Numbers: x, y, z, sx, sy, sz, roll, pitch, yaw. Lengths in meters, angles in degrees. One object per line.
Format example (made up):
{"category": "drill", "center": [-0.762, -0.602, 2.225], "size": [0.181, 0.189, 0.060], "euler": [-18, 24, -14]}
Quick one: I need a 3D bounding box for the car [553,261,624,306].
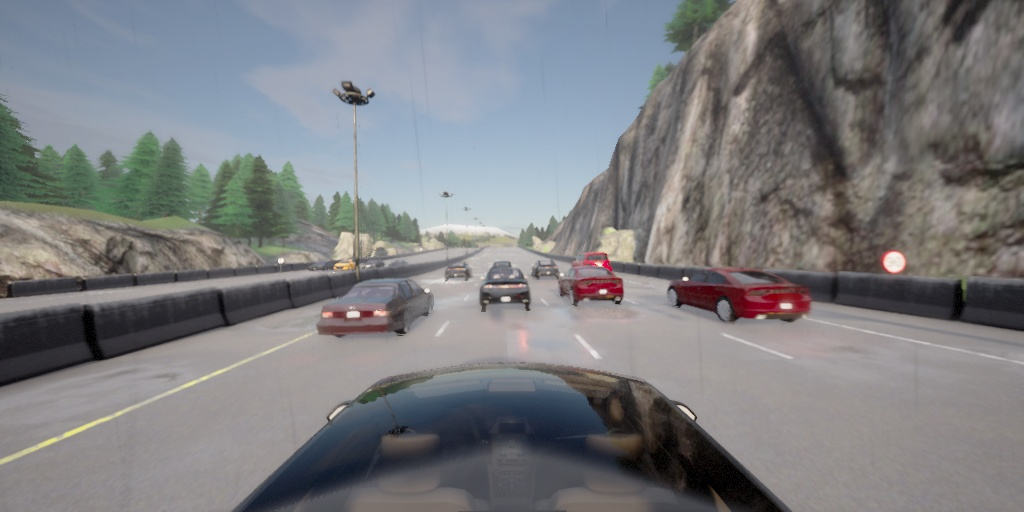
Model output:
{"category": "car", "center": [3.197, 1.142, 15.343], "size": [1.882, 1.535, 5.008], "euler": [-1, 0, -2]}

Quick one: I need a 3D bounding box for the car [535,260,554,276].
{"category": "car", "center": [2.704, 1.057, 29.581], "size": [2.128, 1.511, 4.902], "euler": [-1, 1, -2]}

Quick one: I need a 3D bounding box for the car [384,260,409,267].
{"category": "car", "center": [-15.640, 1.210, 49.670], "size": [1.994, 1.385, 4.181], "euler": [-1, 1, -2]}

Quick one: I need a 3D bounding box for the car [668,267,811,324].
{"category": "car", "center": [6.804, 1.084, 11.451], "size": [1.882, 1.535, 5.008], "euler": [-1, 1, -1]}

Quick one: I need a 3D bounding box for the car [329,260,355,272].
{"category": "car", "center": [-22.628, 1.267, 49.331], "size": [1.882, 1.535, 5.008], "euler": [-1, 1, -2]}

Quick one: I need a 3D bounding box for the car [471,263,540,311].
{"category": "car", "center": [-0.278, 1.229, 14.454], "size": [2.128, 1.511, 4.902], "euler": [-1, 0, -2]}

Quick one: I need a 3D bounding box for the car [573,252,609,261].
{"category": "car", "center": [6.228, 0.727, 28.655], "size": [2.150, 2.045, 5.566], "euler": [-1, 1, -2]}

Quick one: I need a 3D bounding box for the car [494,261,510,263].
{"category": "car", "center": [-0.795, 1.141, 29.571], "size": [1.837, 1.490, 4.892], "euler": [-1, 1, -2]}

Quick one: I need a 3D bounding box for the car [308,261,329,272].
{"category": "car", "center": [-26.121, 1.422, 49.325], "size": [1.994, 1.385, 4.181], "euler": [-1, 1, -2]}

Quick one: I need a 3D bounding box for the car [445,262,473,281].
{"category": "car", "center": [-4.290, 1.198, 29.349], "size": [2.128, 1.511, 4.902], "euler": [-1, 1, -2]}

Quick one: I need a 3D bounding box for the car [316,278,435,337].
{"category": "car", "center": [-3.675, 1.368, 10.672], "size": [2.033, 1.411, 5.357], "euler": [-1, 0, -1]}

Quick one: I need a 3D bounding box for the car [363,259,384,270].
{"category": "car", "center": [-19.150, 1.202, 49.963], "size": [2.128, 1.511, 4.902], "euler": [-1, 1, -2]}
